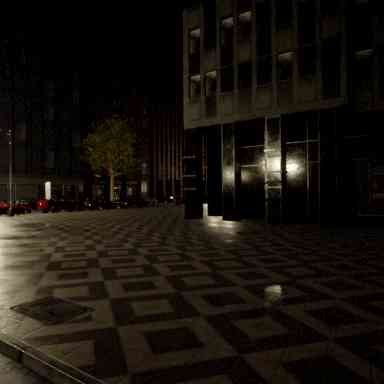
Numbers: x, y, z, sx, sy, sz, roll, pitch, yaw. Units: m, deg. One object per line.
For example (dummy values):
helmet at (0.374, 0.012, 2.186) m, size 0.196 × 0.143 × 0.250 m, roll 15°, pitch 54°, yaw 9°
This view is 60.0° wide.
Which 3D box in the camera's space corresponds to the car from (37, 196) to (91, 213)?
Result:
car at (-13.761, 1.290, 35.198) m, size 2.192 × 1.841 × 5.009 m, roll -1°, pitch 0°, yaw 35°

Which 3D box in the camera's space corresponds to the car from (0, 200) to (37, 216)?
car at (-16.970, 1.576, 30.562) m, size 1.802 × 1.307 × 4.206 m, roll -1°, pitch 0°, yaw 35°

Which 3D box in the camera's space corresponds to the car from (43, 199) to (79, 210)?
car at (-17.551, 1.641, 44.690) m, size 1.802 × 1.307 × 4.206 m, roll -1°, pitch 0°, yaw 35°

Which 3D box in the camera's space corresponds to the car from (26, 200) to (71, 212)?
car at (-17.271, 1.637, 40.264) m, size 1.895 × 1.301 × 4.718 m, roll -1°, pitch 0°, yaw 35°

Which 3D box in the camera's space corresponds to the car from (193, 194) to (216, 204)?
car at (2.381, 1.283, 63.018) m, size 2.097 × 1.767 × 4.553 m, roll -1°, pitch 0°, yaw 35°

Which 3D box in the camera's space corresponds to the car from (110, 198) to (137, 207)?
car at (-11.127, 1.612, 53.960) m, size 1.802 × 1.307 × 4.206 m, roll -1°, pitch 0°, yaw 35°

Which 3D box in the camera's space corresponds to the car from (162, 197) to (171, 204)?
car at (-4.703, 1.574, 63.231) m, size 1.947 × 1.339 × 4.313 m, roll -1°, pitch 0°, yaw 35°

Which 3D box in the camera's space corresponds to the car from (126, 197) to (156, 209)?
car at (-7.336, 1.509, 44.465) m, size 1.947 × 1.339 × 4.313 m, roll -1°, pitch 0°, yaw 35°

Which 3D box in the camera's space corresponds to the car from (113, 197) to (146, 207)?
car at (-9.627, 1.492, 51.255) m, size 2.128 × 1.511 × 4.902 m, roll -1°, pitch 0°, yaw 35°

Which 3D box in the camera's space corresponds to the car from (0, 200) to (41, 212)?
car at (-20.763, 1.642, 40.055) m, size 1.947 × 1.339 × 4.313 m, roll -1°, pitch 0°, yaw 35°

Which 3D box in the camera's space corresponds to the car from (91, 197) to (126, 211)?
car at (-10.547, 1.524, 39.831) m, size 1.947 × 1.339 × 4.313 m, roll -1°, pitch 0°, yaw 35°

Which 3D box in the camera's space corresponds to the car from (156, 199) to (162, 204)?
car at (-8.012, 1.544, 58.455) m, size 1.752 × 1.417 × 4.829 m, roll -1°, pitch 0°, yaw 35°

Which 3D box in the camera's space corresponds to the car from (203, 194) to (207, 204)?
car at (2.298, 1.222, 58.371) m, size 2.192 × 1.841 × 5.009 m, roll -1°, pitch 0°, yaw 35°

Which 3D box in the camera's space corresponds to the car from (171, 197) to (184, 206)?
car at (-0.913, 1.462, 53.735) m, size 1.887 × 1.381 × 4.507 m, roll -1°, pitch 0°, yaw 35°

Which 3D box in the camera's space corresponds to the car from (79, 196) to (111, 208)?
car at (-14.341, 1.484, 49.325) m, size 1.967 × 1.590 × 4.097 m, roll -1°, pitch 0°, yaw 35°
